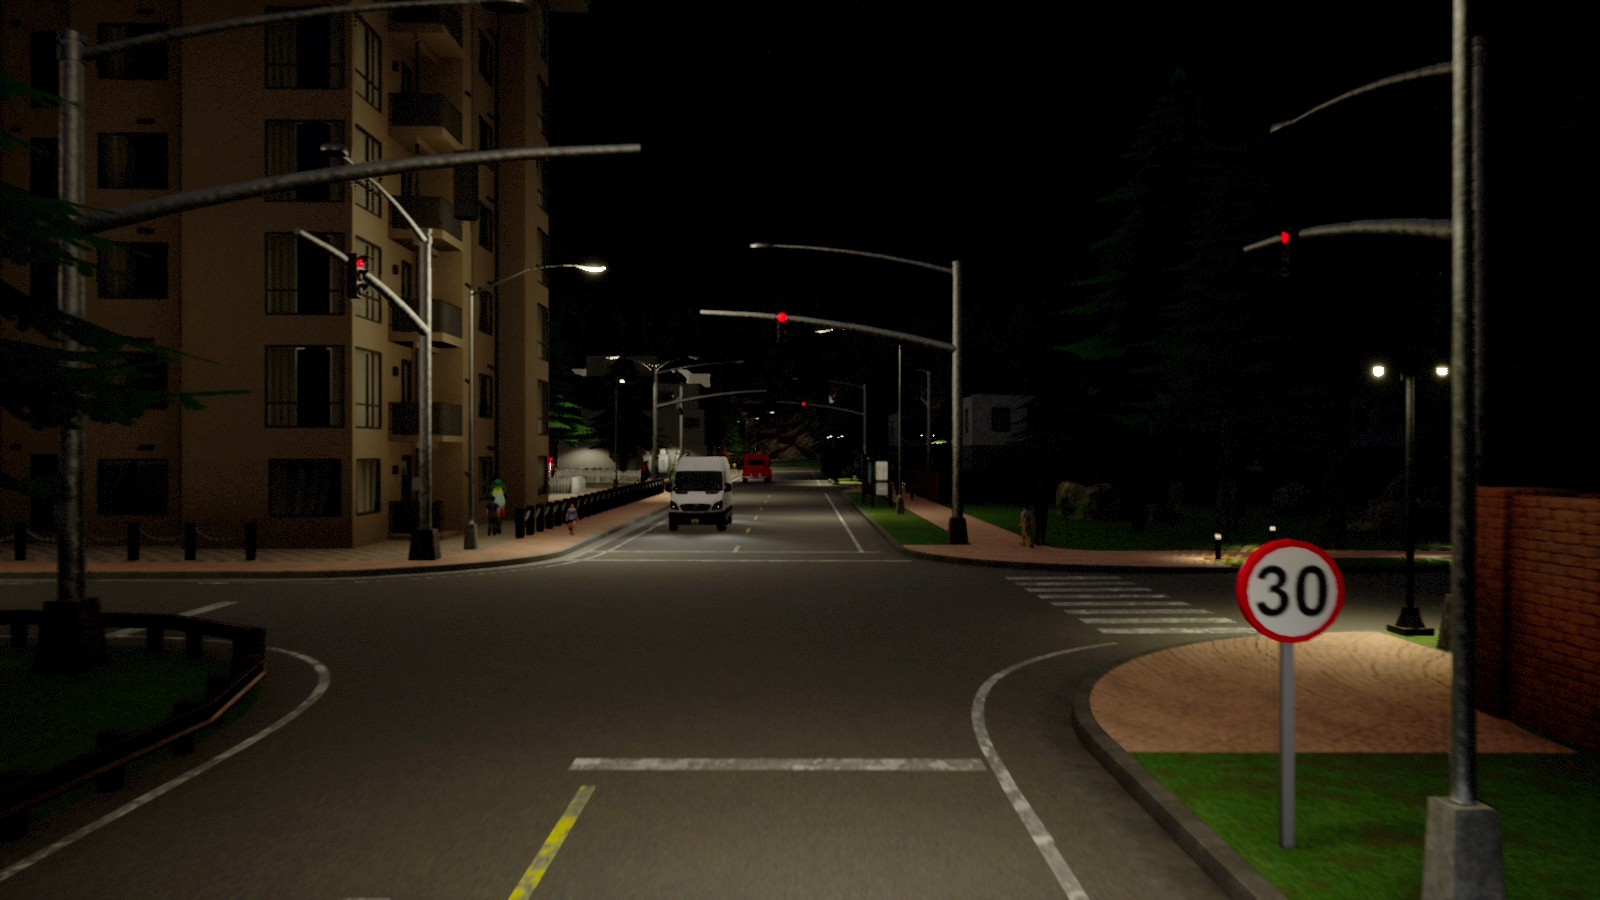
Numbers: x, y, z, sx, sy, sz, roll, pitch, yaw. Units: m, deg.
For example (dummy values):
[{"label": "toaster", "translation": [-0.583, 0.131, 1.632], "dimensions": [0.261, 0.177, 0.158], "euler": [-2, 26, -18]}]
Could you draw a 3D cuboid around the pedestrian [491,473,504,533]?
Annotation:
[{"label": "pedestrian", "translation": [-9.572, 1.677, 36.114], "dimensions": [0.375, 1.860, 0.375], "euler": [0, 0, -11]}]

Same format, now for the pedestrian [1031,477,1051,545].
[{"label": "pedestrian", "translation": [6.646, 1.674, 31.484], "dimensions": [0.375, 1.860, 0.375], "euler": [0, 0, -36]}]

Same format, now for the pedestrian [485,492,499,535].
[{"label": "pedestrian", "translation": [-9.546, 1.956, 35.422], "dimensions": [0.375, 1.300, 0.375], "euler": [0, 0, -7]}]

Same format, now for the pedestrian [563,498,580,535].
[{"label": "pedestrian", "translation": [-7.078, 2.056, 35.442], "dimensions": [0.500, 1.100, 0.500], "euler": [0, 0, -10]}]

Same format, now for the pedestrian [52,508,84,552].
[{"label": "pedestrian", "translation": [-18.893, 2.056, 29.487], "dimensions": [0.500, 1.100, 0.500], "euler": [0, 0, 1]}]

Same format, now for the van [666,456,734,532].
[{"label": "van", "translation": [-3.552, 1.515, 41.653], "dimensions": [1.988, 2.561, 5.915], "euler": [0, 0, 0]}]

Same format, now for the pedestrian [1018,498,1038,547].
[{"label": "pedestrian", "translation": [6.192, 1.956, 31.058], "dimensions": [0.375, 1.300, 0.375], "euler": [0, 0, -36]}]
